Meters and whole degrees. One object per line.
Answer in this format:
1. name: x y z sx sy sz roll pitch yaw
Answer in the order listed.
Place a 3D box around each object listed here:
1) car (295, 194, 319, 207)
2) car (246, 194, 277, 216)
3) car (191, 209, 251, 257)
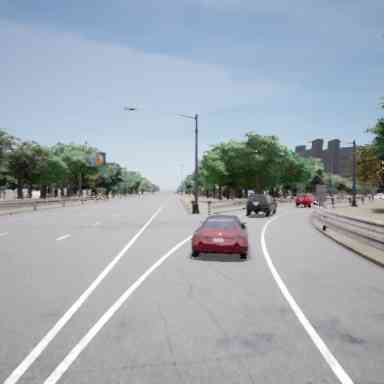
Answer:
1. car: 17.890 1.297 51.522 2.150 2.045 5.566 0 0 38
2. car: 6.907 1.253 32.832 2.150 2.045 5.566 0 0 23
3. car: 1.196 1.573 13.030 1.994 1.385 4.181 0 0 9
